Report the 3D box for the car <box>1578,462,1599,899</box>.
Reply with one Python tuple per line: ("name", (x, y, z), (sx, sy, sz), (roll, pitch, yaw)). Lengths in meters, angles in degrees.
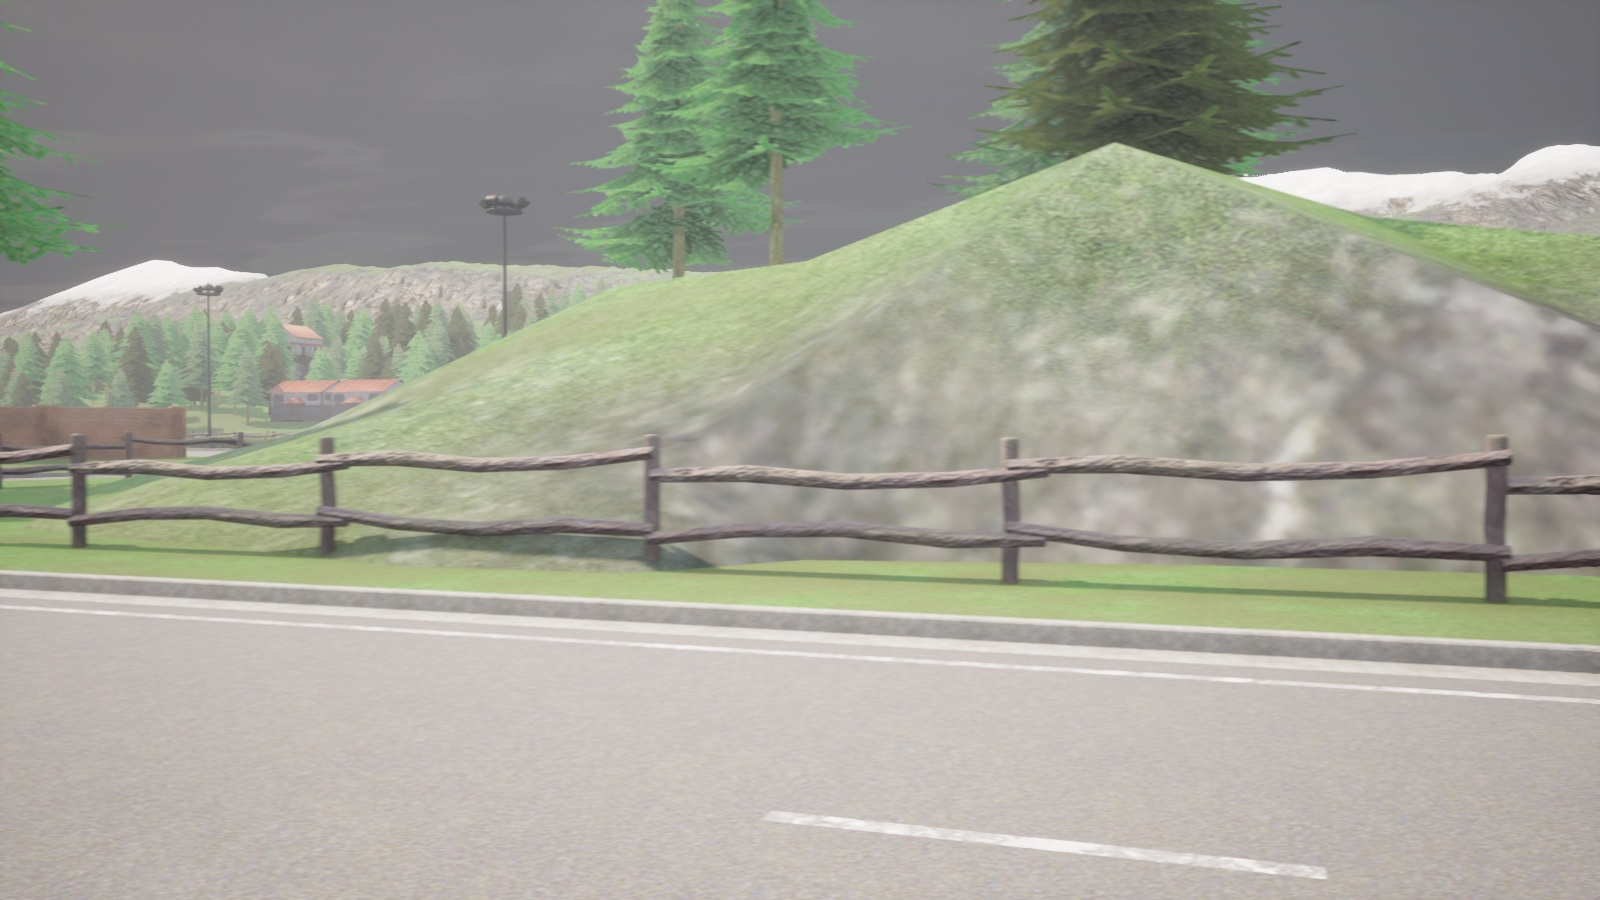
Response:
("car", (4.155, 0.822, 1.795), (4.792, 1.488, 2.163), (1, 1, 19))
